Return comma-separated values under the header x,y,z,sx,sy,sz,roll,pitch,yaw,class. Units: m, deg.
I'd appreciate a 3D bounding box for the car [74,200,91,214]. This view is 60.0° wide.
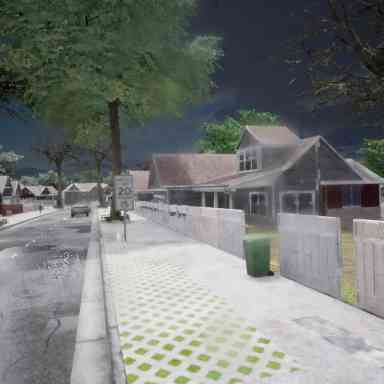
x,y,z,sx,sy,sz,roll,pitch,yaw,class
-15.542,2.076,47.497,2.097,1.767,4.553,-2,-1,-16,car

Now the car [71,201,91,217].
x,y,z,sx,sy,sz,roll,pitch,yaw,class
-12.730,2.026,38.001,2.128,1.511,4.902,-2,-1,-16,car
